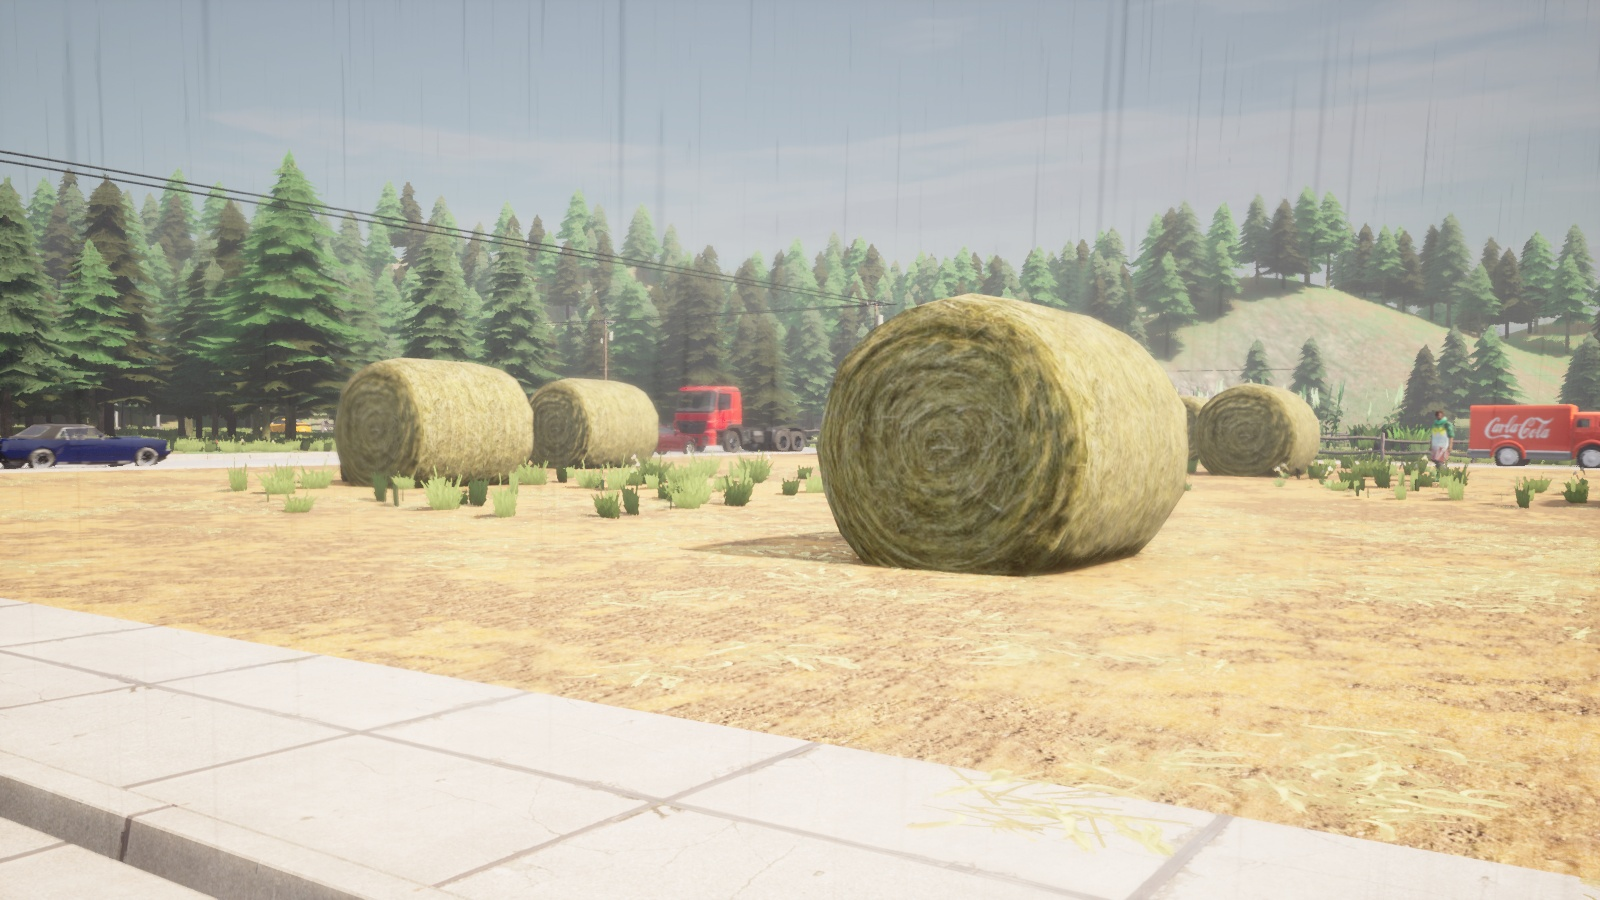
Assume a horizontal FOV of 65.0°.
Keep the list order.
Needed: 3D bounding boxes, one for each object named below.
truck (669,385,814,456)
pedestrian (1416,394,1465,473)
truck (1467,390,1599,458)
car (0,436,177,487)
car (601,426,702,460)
[{"bbox_3d":[-2.924,-1.565,65.627,2.891,3.462,7.936,1,2,41],"label":"truck"},{"bbox_3d":[16.095,-0.409,31.556,0.873,1.952,0.659,-1,1,-12],"label":"pedestrian"},{"bbox_3d":[28.456,-0.998,47.617,5.204,2.467,2.627,0,2,38],"label":"truck"},{"bbox_3d":[-20.698,0.293,36.002,1.895,1.301,4.718,0,1,35],"label":"car"},{"bbox_3d":[-6.605,-0.326,56.305,1.812,1.442,4.674,0,1,35],"label":"car"}]
